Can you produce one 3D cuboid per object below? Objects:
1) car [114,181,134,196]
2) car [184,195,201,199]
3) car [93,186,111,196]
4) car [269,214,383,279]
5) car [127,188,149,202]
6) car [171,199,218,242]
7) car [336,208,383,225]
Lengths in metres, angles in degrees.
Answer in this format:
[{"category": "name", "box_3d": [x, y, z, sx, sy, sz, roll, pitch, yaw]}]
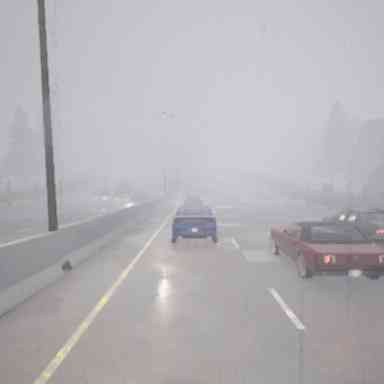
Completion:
[{"category": "car", "box_3d": [-10.544, -0.517, 52.191, 2.150, 2.045, 5.566, 0, 6, 1]}, {"category": "car", "box_3d": [0.101, 0.967, 36.500, 1.994, 1.385, 4.181, 0, 2, 0]}, {"category": "car", "box_3d": [-14.045, -0.223, 52.276, 1.812, 1.442, 4.674, 0, 6, 1]}, {"category": "car", "box_3d": [3.600, 1.473, 9.538, 1.895, 1.301, 4.718, 0, 1, 0]}, {"category": "car", "box_3d": [-7.063, 0.497, 45.081, 1.895, 1.301, 4.718, 0, 4, 0]}, {"category": "car", "box_3d": [0.099, 1.275, 15.148, 1.882, 1.535, 5.008, 0, 1, 0]}, {"category": "car", "box_3d": [7.100, 1.361, 13.852, 2.033, 1.411, 5.357, 0, 1, 0]}]
